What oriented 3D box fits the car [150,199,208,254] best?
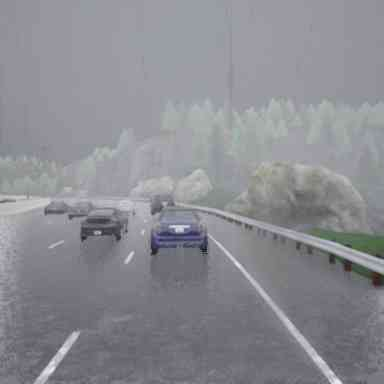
[{"bbox_3d":[-0.574,1.364,13.803,2.097,1.767,4.553,0,0,-4],"label":"car"}]

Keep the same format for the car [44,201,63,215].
[{"bbox_3d":[-14.035,1.620,34.885,1.994,1.385,4.181,0,0,-11],"label":"car"}]

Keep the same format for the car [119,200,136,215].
[{"bbox_3d":[-6.872,1.568,34.747,1.812,1.442,4.674,0,0,-10],"label":"car"}]

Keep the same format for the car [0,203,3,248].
[{"bbox_3d":[-7.213,1.242,8.486,2.150,2.045,5.566,0,0,-3],"label":"car"}]

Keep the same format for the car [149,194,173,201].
[{"bbox_3d":[-2.948,1.254,32.803,2.150,2.045,5.566,0,0,-10],"label":"car"}]

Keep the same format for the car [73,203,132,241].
[{"bbox_3d":[-4.350,1.527,16.957,1.837,1.490,4.892,0,0,-5],"label":"car"}]

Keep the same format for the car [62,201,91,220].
[{"bbox_3d":[-9.319,1.589,28.646,2.033,1.411,5.357,0,0,-9],"label":"car"}]
